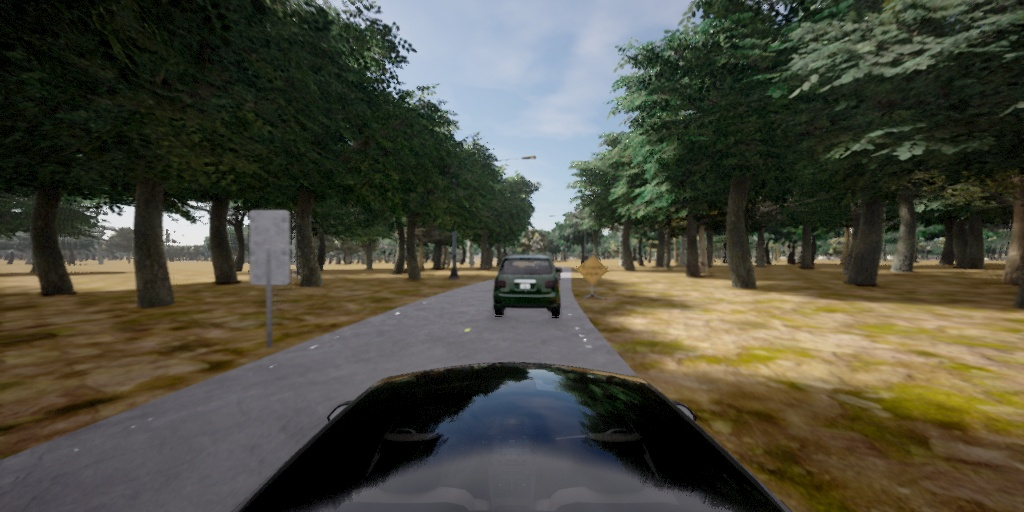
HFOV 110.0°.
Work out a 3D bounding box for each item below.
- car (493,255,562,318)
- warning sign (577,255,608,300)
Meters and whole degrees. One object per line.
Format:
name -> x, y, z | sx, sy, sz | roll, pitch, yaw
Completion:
car -> 0.664, 0.986, 13.287 | 2.150, 2.045, 5.566 | 0, 0, 6
warning sign -> 3.453, 0.887, 15.458 | 1.300, 1.860, 1.060 | 0, 0, 6
